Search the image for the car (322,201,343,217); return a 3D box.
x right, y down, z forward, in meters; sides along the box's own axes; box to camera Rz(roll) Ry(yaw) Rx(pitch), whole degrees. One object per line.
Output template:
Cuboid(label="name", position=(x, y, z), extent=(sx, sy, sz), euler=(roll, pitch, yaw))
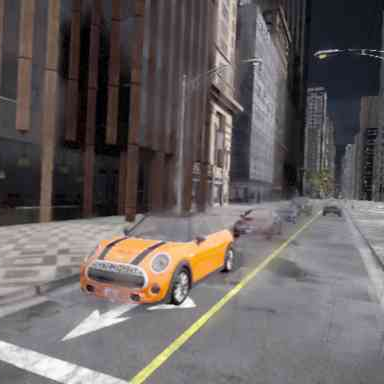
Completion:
Cuboid(label="car", position=(15.860, 1.989, 37.632), extent=(1.837, 1.490, 4.892), euler=(3, 0, 24))

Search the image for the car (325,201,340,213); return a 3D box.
Cuboid(label="car", position=(20.549, 2.132, 48.406), extent=(1.837, 1.490, 4.892), euler=(3, 0, 24))

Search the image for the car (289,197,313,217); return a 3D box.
Cuboid(label="car", position=(12.071, 1.549, 36.781), extent=(2.150, 2.045, 5.566), euler=(3, 0, 23))

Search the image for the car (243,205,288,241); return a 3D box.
Cuboid(label="car", position=(3.592, 1.592, 17.516), extent=(1.812, 1.442, 4.674), euler=(3, 0, 24))

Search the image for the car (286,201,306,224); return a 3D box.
Cuboid(label="car", position=(7.753, 1.742, 27.043), extent=(2.033, 1.411, 5.357), euler=(3, 0, 23))

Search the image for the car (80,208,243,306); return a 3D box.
Cuboid(label="car", position=(-0.523, 1.290, 8.131), extent=(2.097, 1.767, 4.553), euler=(3, 0, 25))
